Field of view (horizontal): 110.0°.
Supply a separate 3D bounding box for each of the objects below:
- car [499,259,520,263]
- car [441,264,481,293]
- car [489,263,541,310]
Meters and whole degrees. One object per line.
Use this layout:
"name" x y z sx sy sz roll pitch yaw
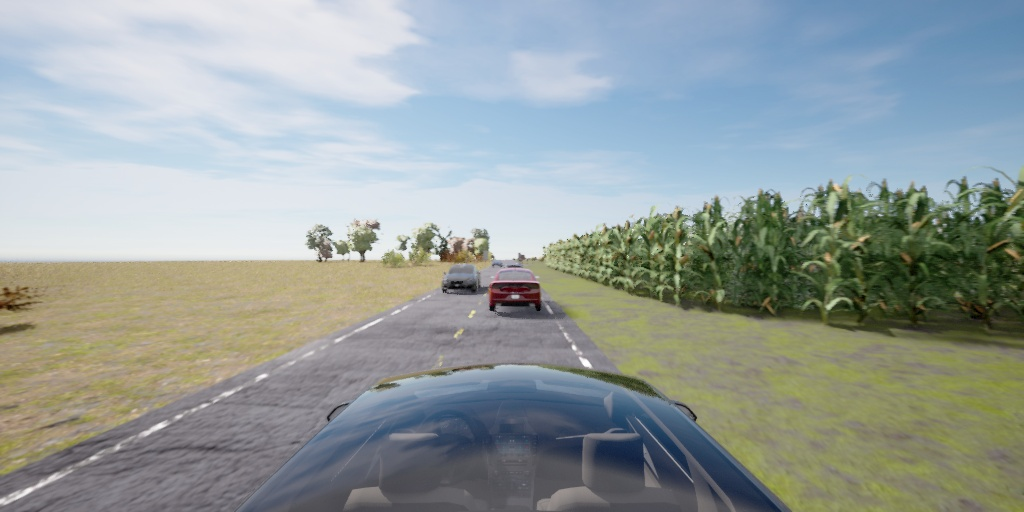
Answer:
"car" 0.126 1.238 34.094 2.128 1.511 4.902 0 0 0
"car" -2.833 1.250 20.822 1.837 1.490 4.892 0 0 0
"car" 0.112 1.225 14.606 1.882 1.535 5.008 0 0 0
